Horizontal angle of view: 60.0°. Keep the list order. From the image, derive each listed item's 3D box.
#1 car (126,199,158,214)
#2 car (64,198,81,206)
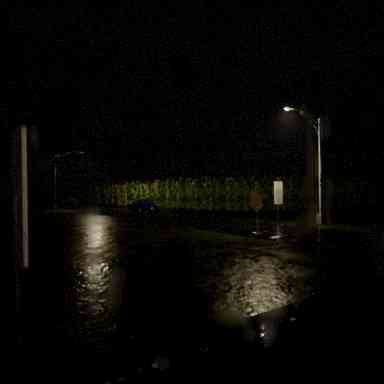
[{"bbox_3d":[-5.685,1.568,37.326,1.882,1.535,5.008,-1,0,-36],"label":"car"},{"bbox_3d":[-20.916,1.716,58.230,1.812,1.442,4.674,-1,0,-36],"label":"car"}]
